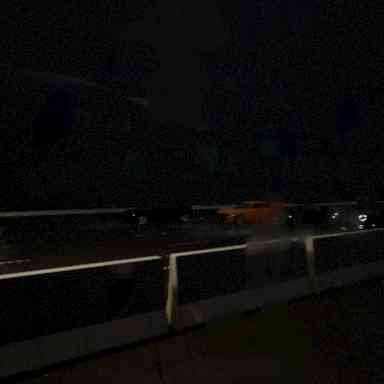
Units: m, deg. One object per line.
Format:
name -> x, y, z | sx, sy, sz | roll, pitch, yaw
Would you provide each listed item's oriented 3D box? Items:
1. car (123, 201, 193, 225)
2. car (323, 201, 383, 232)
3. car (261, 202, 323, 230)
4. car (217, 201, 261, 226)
car -> -2.306, 1.398, 23.166 | 5.008, 1.535, 1.882 | 0, 0, -31
car -> 9.662, 1.258, 17.953 | 4.553, 1.767, 2.097 | 0, 0, -29
car -> 7.005, 1.396, 20.491 | 4.902, 1.511, 2.128 | 0, 0, -29
car -> 4.013, 1.382, 22.825 | 5.008, 1.535, 1.882 | 0, 0, -29
